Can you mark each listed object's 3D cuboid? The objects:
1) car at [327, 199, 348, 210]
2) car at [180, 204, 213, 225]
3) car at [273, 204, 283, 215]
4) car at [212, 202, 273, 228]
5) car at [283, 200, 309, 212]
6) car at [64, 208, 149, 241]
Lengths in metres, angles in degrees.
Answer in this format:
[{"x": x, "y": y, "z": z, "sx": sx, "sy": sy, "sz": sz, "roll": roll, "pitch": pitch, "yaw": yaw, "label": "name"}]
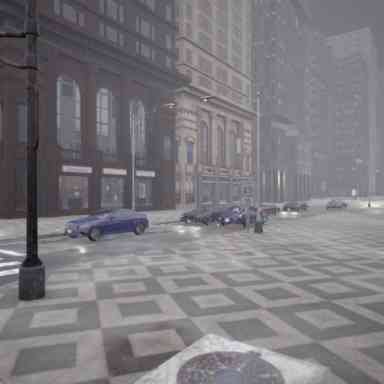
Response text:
[{"x": 19.816, "y": 1.685, "z": 45.314, "sx": 2.033, "sy": 1.411, "sz": 5.357, "roll": 0, "pitch": 0, "yaw": 36, "label": "car"}, {"x": 1.342, "y": 1.616, "z": 25.035, "sx": 2.033, "sy": 1.411, "sz": 5.357, "roll": 0, "pitch": 0, "yaw": 36, "label": "car"}, {"x": 7.036, "y": 1.697, "z": 32.971, "sx": 1.895, "sy": 1.301, "sz": 4.718, "roll": 0, "pitch": 0, "yaw": 36, "label": "car"}, {"x": 3.539, "y": 1.587, "z": 22.584, "sx": 1.812, "sy": 1.442, "sz": 4.674, "roll": 0, "pitch": 0, "yaw": 35, "label": "car"}, {"x": 12.935, "y": 1.671, "z": 41.131, "sx": 2.033, "sy": 1.411, "sz": 5.357, "roll": 0, "pitch": 0, "yaw": 36, "label": "car"}, {"x": -4.252, "y": 1.565, "z": 17.221, "sx": 1.812, "sy": 1.442, "sz": 4.674, "roll": 0, "pitch": 0, "yaw": 37, "label": "car"}]
